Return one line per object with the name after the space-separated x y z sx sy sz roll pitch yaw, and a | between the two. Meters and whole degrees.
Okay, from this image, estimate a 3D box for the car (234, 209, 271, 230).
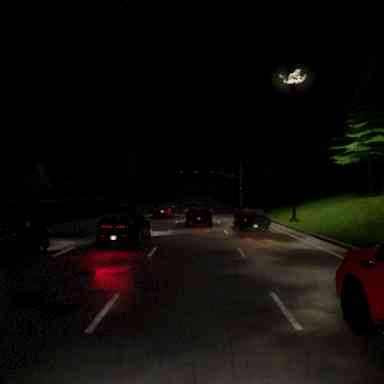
3.975 1.808 22.663 1.895 1.301 4.718 0 -1 1 | car

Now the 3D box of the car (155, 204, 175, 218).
-2.808 1.866 33.834 1.994 1.385 4.181 0 -1 1 | car

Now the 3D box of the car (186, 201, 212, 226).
0.529 1.707 25.422 1.882 1.535 5.008 0 0 1 | car

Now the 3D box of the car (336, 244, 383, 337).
3.643 1.256 3.623 2.150 2.045 5.566 0 -1 1 | car

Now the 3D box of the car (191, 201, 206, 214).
0.860 1.907 42.254 1.812 1.442 4.674 0 -1 2 | car

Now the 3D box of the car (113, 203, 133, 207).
-6.360 1.780 31.170 1.837 1.490 4.892 0 -1 1 | car

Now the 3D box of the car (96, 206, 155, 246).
-3.154 1.645 15.978 1.837 1.490 4.892 0 -1 1 | car

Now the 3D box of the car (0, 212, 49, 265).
-6.739 1.450 11.324 2.097 1.767 4.553 0 0 1 | car
